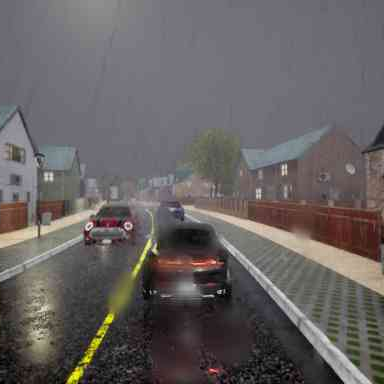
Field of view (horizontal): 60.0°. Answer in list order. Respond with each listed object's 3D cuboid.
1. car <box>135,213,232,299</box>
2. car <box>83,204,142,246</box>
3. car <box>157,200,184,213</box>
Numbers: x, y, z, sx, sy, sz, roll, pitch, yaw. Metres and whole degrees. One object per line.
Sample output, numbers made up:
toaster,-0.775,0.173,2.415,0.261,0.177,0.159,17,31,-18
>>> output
car,-0.161,1.516,8.498,1.837,1.490,4.892,0,0,-2
car,-3.519,1.376,15.374,2.097,1.767,4.553,0,0,-4
car,-1.847,1.435,27.957,2.097,1.767,4.553,0,0,-7
